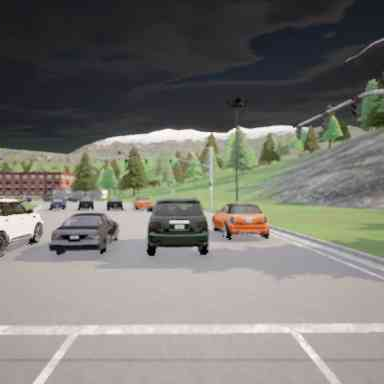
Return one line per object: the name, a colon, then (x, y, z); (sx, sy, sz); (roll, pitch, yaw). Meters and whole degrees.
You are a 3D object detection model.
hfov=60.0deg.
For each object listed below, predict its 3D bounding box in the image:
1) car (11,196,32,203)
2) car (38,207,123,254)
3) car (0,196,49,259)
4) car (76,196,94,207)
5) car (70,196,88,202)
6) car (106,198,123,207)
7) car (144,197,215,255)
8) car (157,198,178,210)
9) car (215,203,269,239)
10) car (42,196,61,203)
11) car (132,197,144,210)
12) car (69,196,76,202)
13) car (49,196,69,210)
car: (-38.221, 1.611, 74.650); (4.674, 1.442, 1.812); (0, 0, 26)
car: (-4.155, 1.559, 13.549); (2.033, 1.411, 5.357); (0, 0, -6)
car: (-7.591, 1.239, 12.632); (2.150, 2.045, 5.566); (0, 0, -5)
car: (-14.023, 1.517, 44.061); (1.882, 1.535, 5.008); (0, 0, -18)
car: (-27.322, 1.626, 80.553); (4.181, 1.385, 1.994); (0, 0, 33)
car: (-10.143, 1.511, 43.373); (1.882, 1.535, 5.008); (0, 0, -17)
car: (-0.656, 1.230, 13.544); (2.150, 2.045, 5.566); (0, 0, -5)
car: (-3.340, 1.550, 45.063); (1.812, 1.442, 4.674); (0, 0, -17)
car: (2.405, 1.356, 17.513); (2.097, 1.767, 4.553); (0, 0, -7)
car: (-31.687, 1.630, 75.049); (4.181, 1.385, 1.994); (0, 0, 33)
car: (-6.596, 1.380, 43.654); (2.097, 1.767, 4.553); (0, 0, -17)
car: (-27.049, 1.597, 76.115); (4.902, 1.511, 2.128); (0, 0, 36)
car: (-17.729, 1.570, 44.116); (1.812, 1.442, 4.674); (0, 0, -19)
